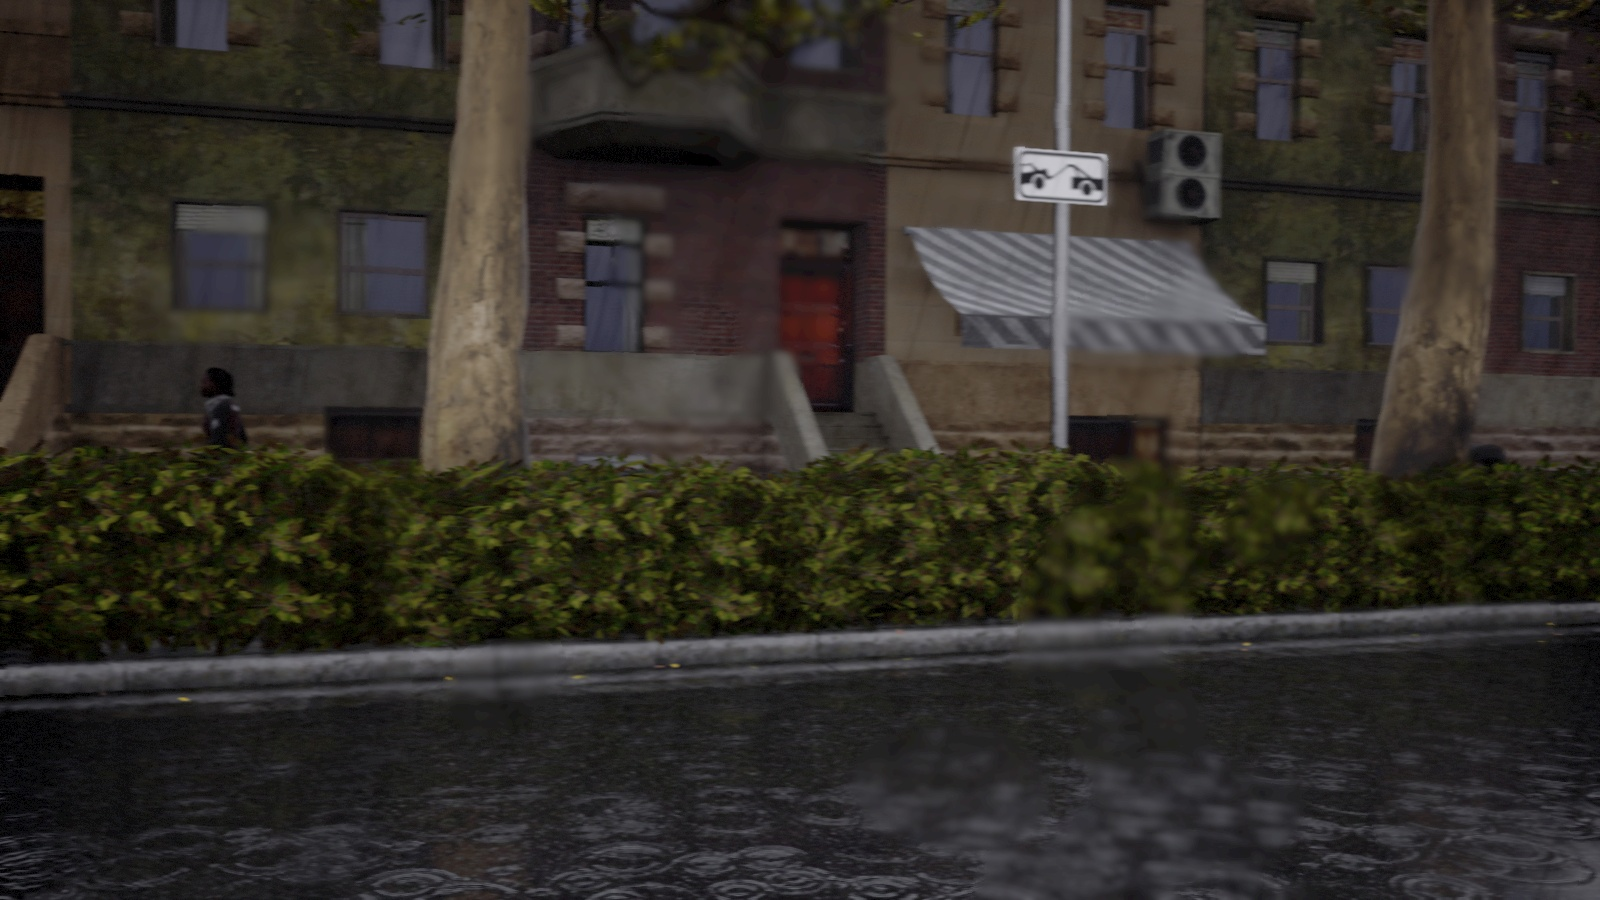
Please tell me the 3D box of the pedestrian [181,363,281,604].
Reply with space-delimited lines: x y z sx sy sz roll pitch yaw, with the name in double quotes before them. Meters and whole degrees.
"pedestrian" -4.671 0.265 10.330 0.666 1.930 0.402 -1 1 -16
